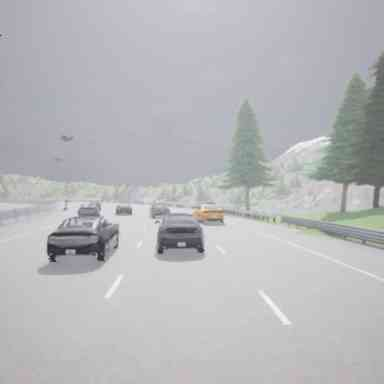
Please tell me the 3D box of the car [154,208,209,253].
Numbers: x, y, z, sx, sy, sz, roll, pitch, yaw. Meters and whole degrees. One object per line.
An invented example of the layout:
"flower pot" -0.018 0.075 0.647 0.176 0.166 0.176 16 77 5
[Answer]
"car" -0.569 1.676 14.561 1.837 1.490 4.892 0 0 -5

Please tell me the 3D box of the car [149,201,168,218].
"car" -3.456 1.963 35.035 2.033 1.411 5.357 0 -1 -12

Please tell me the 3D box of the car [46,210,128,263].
"car" -3.928 1.655 12.669 2.128 1.511 4.902 0 -1 -4

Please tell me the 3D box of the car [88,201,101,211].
"car" -15.501 2.170 52.637 1.837 1.490 4.892 1 -1 -19

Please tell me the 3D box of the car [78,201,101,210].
"car" -10.268 1.914 33.236 2.128 1.511 4.902 0 -1 -12

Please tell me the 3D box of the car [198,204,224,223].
"car" 1.306 1.797 28.286 1.882 1.535 5.008 0 -1 -10

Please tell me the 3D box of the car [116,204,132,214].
"car" -8.569 2.112 41.568 1.895 1.301 4.718 0 -1 -14
